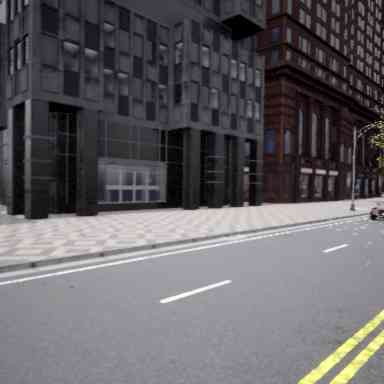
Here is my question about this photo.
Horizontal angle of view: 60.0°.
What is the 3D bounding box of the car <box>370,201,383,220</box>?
[{"bbox_3d":[14.202,1.271,23.501,4.181,1.385,1.994,0,2,-45],"label":"car"}]
